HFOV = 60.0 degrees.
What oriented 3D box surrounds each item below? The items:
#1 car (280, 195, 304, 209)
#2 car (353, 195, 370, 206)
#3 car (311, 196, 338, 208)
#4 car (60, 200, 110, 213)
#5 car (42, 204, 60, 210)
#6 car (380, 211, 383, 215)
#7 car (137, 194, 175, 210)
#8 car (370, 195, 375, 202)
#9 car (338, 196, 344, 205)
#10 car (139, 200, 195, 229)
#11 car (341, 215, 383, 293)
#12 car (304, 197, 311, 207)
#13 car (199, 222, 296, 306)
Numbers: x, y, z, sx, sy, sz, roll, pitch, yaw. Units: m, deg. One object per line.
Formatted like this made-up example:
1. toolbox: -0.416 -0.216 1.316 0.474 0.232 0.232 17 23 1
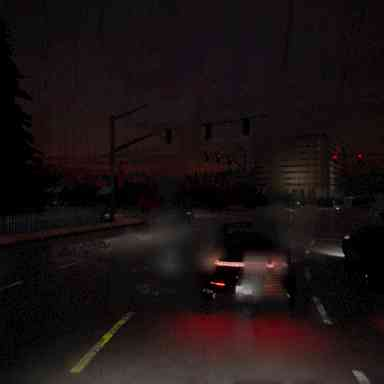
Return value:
1. car: 13.396 1.504 45.178 1.837 1.490 4.892 0 0 32
2. car: 27.584 1.476 54.526 1.882 1.535 5.008 0 0 32
3. car: 19.166 1.546 47.874 2.033 1.411 5.357 0 0 32
4. car: -11.105 1.602 35.123 5.357 1.411 2.033 0 0 32
5. car: -18.567 1.405 43.902 4.553 1.767 2.097 0 0 32
6. car: 15.533 1.627 22.646 4.718 1.301 1.895 0 0 32
7. car: -3.113 1.275 34.299 5.566 2.045 2.150 0 0 31
8. car: 40.868 1.524 76.381 2.128 1.511 4.902 0 0 32
9. car: 24.615 1.490 56.698 2.128 1.511 4.902 0 0 32
10. car: -1.205 1.500 21.576 2.128 1.511 4.902 1 0 17
11. car: 5.175 1.547 8.523 2.033 1.411 5.357 0 0 16
12. car: 18.145 1.525 52.879 1.812 1.442 4.674 0 0 32
13. car: 1.424 1.491 8.149 2.128 1.511 4.902 0 0 12
